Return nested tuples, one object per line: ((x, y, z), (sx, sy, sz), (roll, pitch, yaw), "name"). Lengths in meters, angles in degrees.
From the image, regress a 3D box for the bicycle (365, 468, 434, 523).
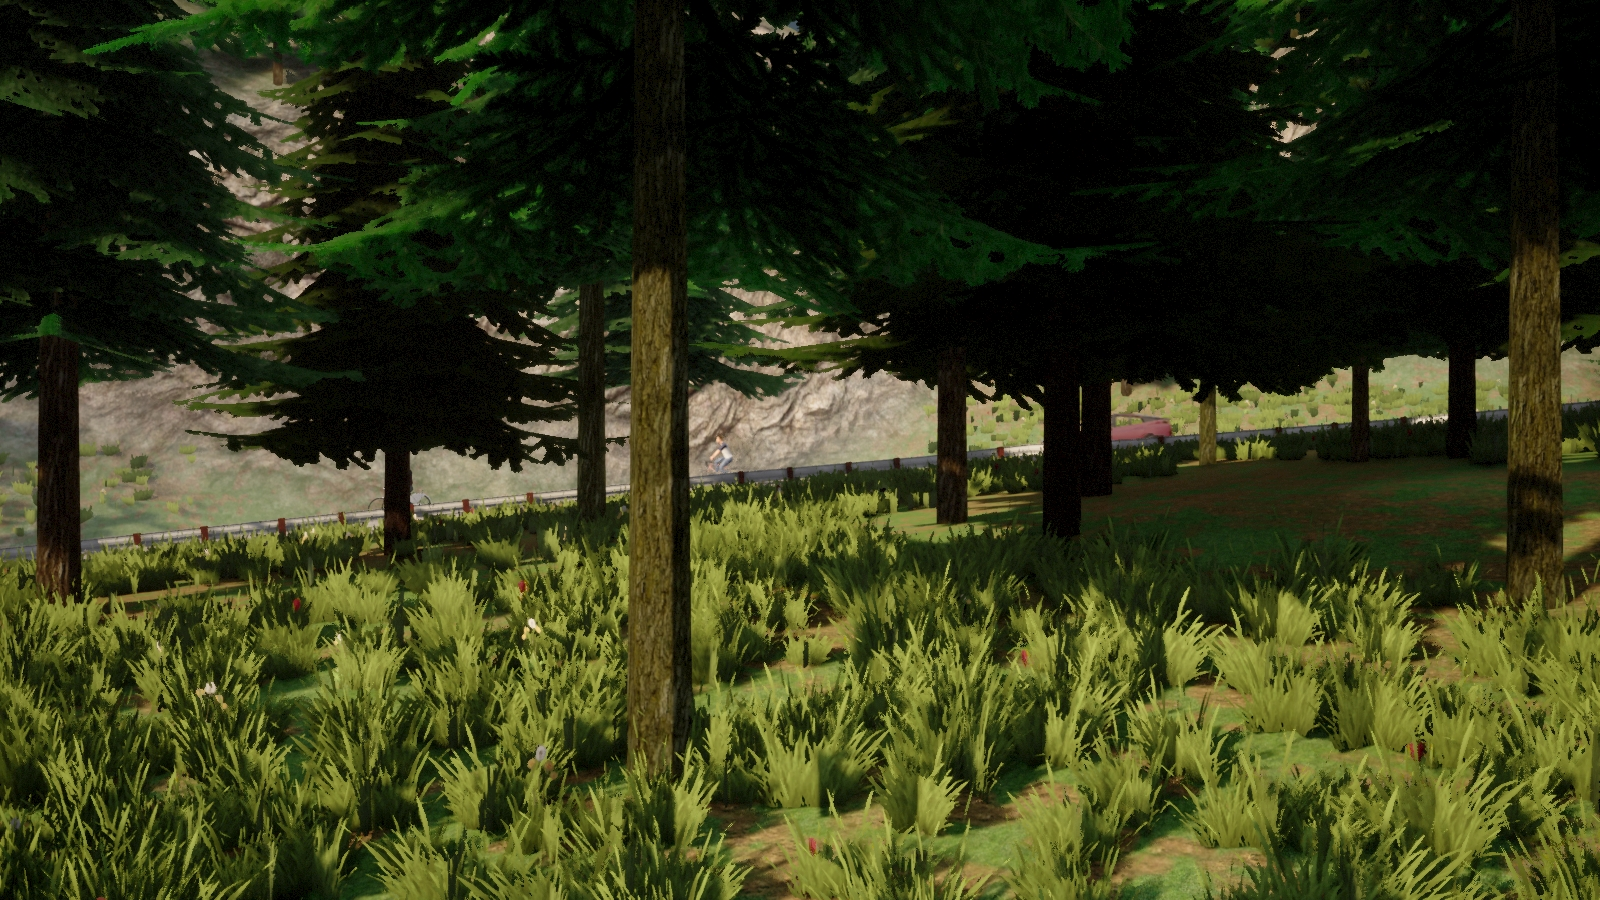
((-12.075, 1.355, 34.490), (1.835, 1.471, 0.329), (-5, 2, -29), "bicycle")

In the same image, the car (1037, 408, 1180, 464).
((10.592, -0.453, 39.378), (4.514, 1.525, 2.007), (-4, -1, 15), "car")

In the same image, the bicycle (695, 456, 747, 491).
((-2.677, 0.803, 38.769), (1.643, 1.024, 0.373), (-5, 1, -11), "bicycle")
